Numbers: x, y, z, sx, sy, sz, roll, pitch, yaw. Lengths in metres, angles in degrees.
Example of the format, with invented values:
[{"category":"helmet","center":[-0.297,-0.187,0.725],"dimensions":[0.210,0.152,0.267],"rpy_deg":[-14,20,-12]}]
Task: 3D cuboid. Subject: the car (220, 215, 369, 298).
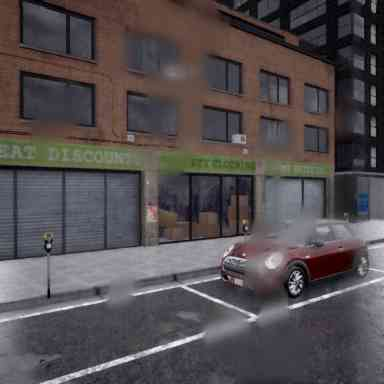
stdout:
[{"category":"car","center":[2.644,1.440,8.421],"dimensions":[4.097,1.590,1.967],"rpy_deg":[0,0,-36]}]
